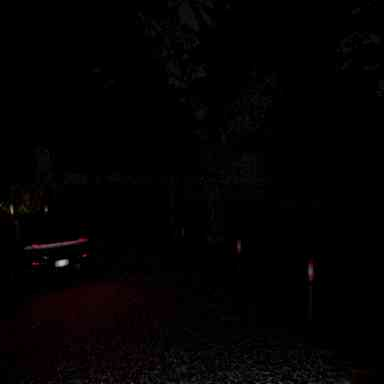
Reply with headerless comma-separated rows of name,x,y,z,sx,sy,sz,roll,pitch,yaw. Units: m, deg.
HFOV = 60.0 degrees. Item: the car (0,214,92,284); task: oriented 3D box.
car,-4.455,1.384,9.612,2.128,1.511,4.902,-3,3,-37
